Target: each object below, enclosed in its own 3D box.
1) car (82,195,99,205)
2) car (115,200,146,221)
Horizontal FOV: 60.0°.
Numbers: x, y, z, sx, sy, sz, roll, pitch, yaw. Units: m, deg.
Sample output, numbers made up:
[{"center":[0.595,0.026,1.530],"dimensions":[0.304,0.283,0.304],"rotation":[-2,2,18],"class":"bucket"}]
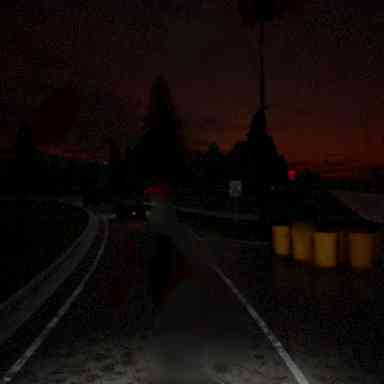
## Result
[{"center":[-15.702,1.244,51.321],"dimensions":[2.128,1.511,4.902],"rotation":[0,0,-27],"class":"car"},{"center":[-4.778,1.340,25.548],"dimensions":[1.882,1.535,5.008],"rotation":[0,0,-17],"class":"car"}]
